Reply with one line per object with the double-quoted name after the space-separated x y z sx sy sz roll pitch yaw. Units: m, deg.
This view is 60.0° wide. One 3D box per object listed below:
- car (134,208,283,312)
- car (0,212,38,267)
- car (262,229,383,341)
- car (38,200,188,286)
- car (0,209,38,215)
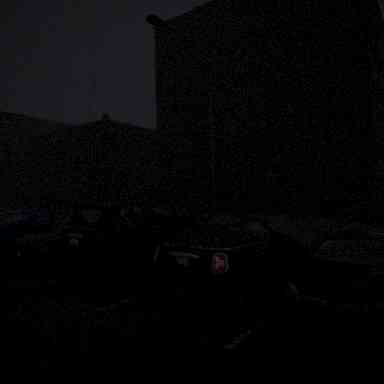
1.064 1.364 8.163 2.185 1.767 4.553 0 0 36 "car"
-3.396 1.514 11.400 2.097 1.535 5.008 0 0 36 "car"
3.326 1.522 6.588 2.002 1.452 4.674 0 0 36 "car"
-1.142 1.249 9.817 2.435 2.045 5.566 0 0 36 "car"
-5.643 1.532 12.996 2.097 1.535 5.008 -1 0 36 "car"
